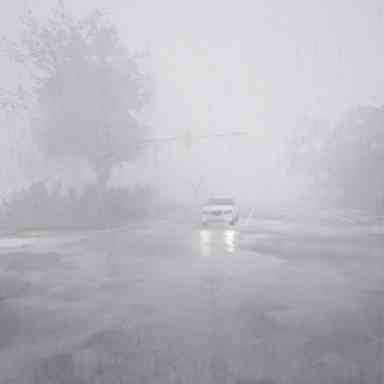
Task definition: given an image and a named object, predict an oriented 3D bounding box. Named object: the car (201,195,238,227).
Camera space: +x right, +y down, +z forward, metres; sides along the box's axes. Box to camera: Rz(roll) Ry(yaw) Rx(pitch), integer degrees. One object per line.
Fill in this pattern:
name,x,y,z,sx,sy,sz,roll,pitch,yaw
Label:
car,2.094,1.301,24.053,2.150,2.045,5.566,-2,0,12
